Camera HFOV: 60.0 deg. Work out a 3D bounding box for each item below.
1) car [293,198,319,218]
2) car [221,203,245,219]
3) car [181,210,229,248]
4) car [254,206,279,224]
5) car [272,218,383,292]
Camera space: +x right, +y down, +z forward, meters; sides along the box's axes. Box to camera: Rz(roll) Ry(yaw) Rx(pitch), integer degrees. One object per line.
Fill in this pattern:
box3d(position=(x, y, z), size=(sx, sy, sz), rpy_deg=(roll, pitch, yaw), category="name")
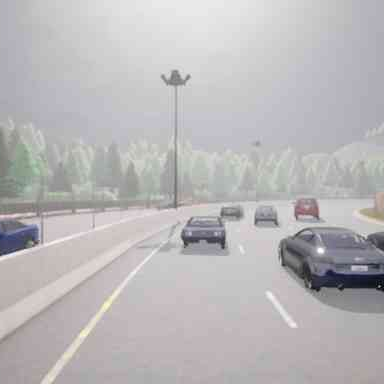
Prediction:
box3d(position=(11.091, 1.558, 32.327), size=(2.150, 2.045, 5.566), rpy_deg=(0, -1, 17), category="car")
box3d(position=(4.090, 1.836, 33.108), size=(2.128, 1.511, 4.902), rpy_deg=(0, -1, 16), category="car")
box3d(position=(0.685, 1.766, 15.849), size=(1.895, 1.301, 4.718), rpy_deg=(0, -1, 6), category="car")
box3d(position=(6.076, 1.830, 27.172), size=(2.033, 1.411, 5.357), rpy_deg=(0, -1, 13), category="car")
box3d(position=(3.752, 1.662, 9.279), size=(1.994, 1.385, 4.181), rpy_deg=(0, -1, 2), category="car")
